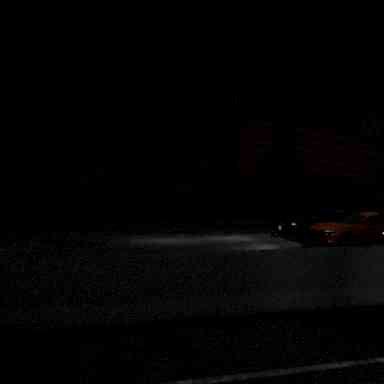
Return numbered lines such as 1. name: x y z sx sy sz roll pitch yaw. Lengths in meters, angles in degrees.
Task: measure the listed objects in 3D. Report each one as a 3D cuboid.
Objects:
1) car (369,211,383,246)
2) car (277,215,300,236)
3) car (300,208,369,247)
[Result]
1. car: 9.429 1.371 11.583 5.566 2.045 2.150 0 0 -13
2. car: 7.085 1.669 18.228 4.902 1.511 2.128 0 0 -13
3. car: 7.672 1.636 14.773 5.008 1.535 1.882 0 0 -13
